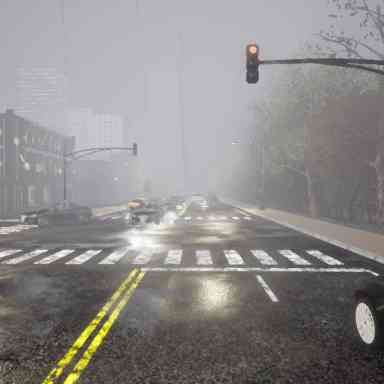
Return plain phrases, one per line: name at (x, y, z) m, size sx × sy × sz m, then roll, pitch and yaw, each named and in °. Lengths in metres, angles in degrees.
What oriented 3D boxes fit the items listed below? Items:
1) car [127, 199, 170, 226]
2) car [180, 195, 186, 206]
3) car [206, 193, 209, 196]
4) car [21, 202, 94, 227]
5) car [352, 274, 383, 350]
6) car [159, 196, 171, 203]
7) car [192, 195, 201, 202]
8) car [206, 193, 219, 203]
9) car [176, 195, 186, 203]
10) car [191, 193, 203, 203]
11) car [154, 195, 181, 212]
car at (-3.005, 1.486, 23.188) m, size 2.128 × 1.511 × 4.902 m, roll 0°, pitch 0°, yaw 1°
car at (-2.552, 1.334, 53.116) m, size 2.097 × 1.767 × 4.553 m, roll 0°, pitch 0°, yaw 1°
car at (4.387, 1.195, 76.609) m, size 2.150 × 2.045 × 5.566 m, roll 0°, pitch 0°, yaw 1°
car at (-9.356, 1.509, 23.449) m, size 2.128 × 1.511 × 4.902 m, roll 0°, pitch 1°, yaw 41°
car at (3.394, 1.477, 3.191) m, size 1.882 × 1.535 × 5.008 m, roll 0°, pitch 0°, yaw 1°
car at (-5.509, 1.576, 67.639) m, size 1.895 × 1.301 × 4.718 m, roll 0°, pitch 0°, yaw 1°
car at (1.137, 1.509, 76.734) m, size 2.033 × 1.411 × 5.357 m, roll 0°, pitch 0°, yaw 1°
car at (4.332, 1.480, 66.146) m, size 1.837 × 1.490 × 4.892 m, roll 0°, pitch 0°, yaw 1°
car at (-2.232, 1.480, 68.895) m, size 1.837 × 1.490 × 4.892 m, roll 0°, pitch 0°, yaw 1°
car at (1.083, 1.197, 66.110) m, size 2.150 × 2.045 × 5.566 m, roll 0°, pitch 0°, yaw 1°
car at (-2.778, 1.480, 38.346) m, size 2.128 × 1.511 × 4.902 m, roll 0°, pitch 0°, yaw 1°
